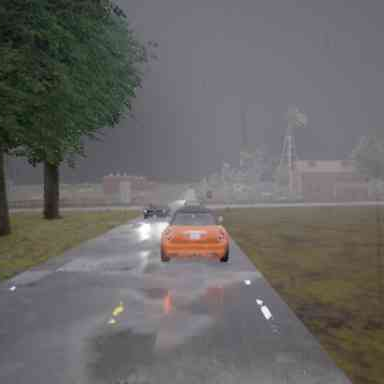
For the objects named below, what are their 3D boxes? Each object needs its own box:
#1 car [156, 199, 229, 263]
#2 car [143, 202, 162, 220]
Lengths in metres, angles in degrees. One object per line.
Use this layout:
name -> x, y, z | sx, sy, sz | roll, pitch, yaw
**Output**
car -> 0.080, 1.315, 11.947 | 2.097, 1.767, 4.553 | 0, 0, 0
car -> -2.841, 1.535, 27.516 | 1.895, 1.301, 4.718 | 0, 0, 0
